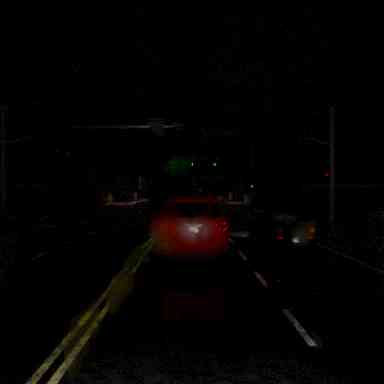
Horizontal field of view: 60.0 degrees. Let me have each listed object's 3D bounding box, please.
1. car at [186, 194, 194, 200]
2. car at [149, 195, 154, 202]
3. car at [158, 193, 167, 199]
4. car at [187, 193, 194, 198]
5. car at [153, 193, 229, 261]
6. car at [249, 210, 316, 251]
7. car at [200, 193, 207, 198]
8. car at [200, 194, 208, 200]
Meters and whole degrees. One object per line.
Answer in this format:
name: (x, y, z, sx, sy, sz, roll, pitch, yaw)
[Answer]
car: (-0.447, 1.153, 83.479, 1.994, 1.385, 4.181, 0, 0, 0)
car: (-7.559, 1.222, 67.041, 2.033, 1.411, 5.357, 0, 0, 0)
car: (-7.447, 1.056, 83.484, 1.812, 1.442, 4.674, 0, 0, 0)
car: (-0.391, 1.033, 91.836, 1.994, 1.385, 4.181, 0, 0, 0)
car: (0.055, 1.163, 12.098, 2.150, 2.045, 5.566, 0, 0, 0)
car: (3.563, 1.460, 13.617, 1.812, 1.442, 4.674, 0, 0, 0)
car: (3.109, 1.024, 91.740, 1.994, 1.385, 4.181, 0, 0, 0)
car: (3.053, 1.153, 83.455, 1.994, 1.385, 4.181, 0, 0, 0)
